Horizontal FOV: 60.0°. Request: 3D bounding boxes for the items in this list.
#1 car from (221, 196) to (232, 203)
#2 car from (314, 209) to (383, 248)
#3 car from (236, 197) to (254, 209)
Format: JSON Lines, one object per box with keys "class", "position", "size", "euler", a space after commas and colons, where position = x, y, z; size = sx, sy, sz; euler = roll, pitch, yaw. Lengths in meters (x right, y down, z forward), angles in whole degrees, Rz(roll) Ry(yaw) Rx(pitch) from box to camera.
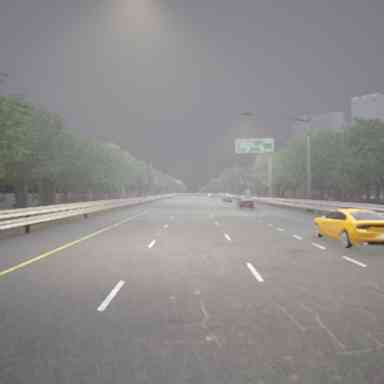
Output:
{"class": "car", "position": [7.247, 1.501, 70.175], "size": [2.033, 1.411, 5.357], "euler": [0, 0, 0]}
{"class": "car", "position": [7.016, 1.480, 14.712], "size": [1.882, 1.535, 5.008], "euler": [0, 0, 0]}
{"class": "car", "position": [7.119, 1.465, 44.903], "size": [1.882, 1.535, 5.008], "euler": [0, 0, 0]}
